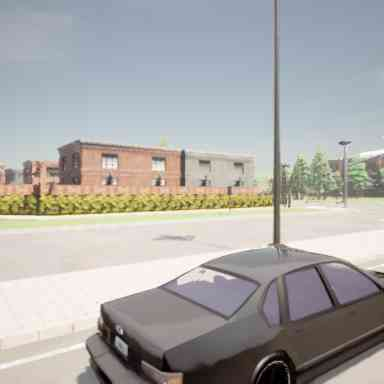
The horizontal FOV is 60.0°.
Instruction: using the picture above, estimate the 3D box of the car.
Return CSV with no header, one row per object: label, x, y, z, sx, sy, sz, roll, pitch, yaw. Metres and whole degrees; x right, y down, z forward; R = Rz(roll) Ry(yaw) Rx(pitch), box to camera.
car,1.351,1.544,4.711,5.357,1.411,2.033,0,0,-36
